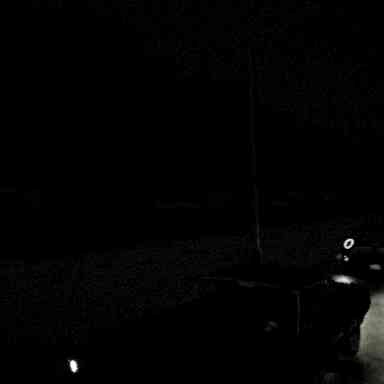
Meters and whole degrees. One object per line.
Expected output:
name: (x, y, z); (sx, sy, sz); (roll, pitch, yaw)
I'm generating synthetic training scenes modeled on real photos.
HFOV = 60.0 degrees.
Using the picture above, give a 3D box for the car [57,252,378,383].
car: (0.798, 1.744, 4.356); (1.895, 1.301, 4.718); (-3, -3, 40)

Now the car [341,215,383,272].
car: (6.701, 1.601, 11.302); (2.097, 1.767, 4.553); (-3, -3, 40)
